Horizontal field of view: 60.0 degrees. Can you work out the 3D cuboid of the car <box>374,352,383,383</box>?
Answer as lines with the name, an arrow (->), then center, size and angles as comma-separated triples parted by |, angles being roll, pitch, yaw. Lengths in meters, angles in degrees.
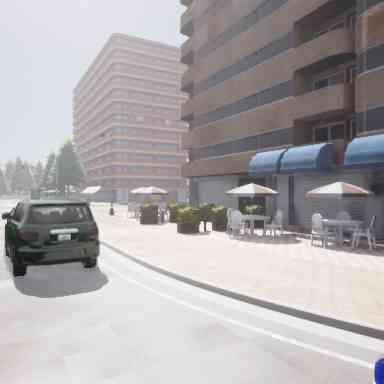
car -> 3.530, 1.526, 1.649 | 4.674, 1.442, 1.812 | -1, 0, 31

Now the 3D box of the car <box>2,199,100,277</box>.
car -> -4.622, 1.222, 10.624 | 2.150, 2.045, 5.566 | 0, 0, -32
